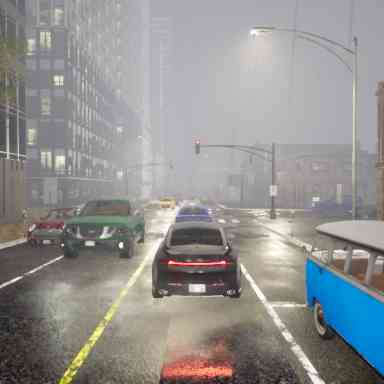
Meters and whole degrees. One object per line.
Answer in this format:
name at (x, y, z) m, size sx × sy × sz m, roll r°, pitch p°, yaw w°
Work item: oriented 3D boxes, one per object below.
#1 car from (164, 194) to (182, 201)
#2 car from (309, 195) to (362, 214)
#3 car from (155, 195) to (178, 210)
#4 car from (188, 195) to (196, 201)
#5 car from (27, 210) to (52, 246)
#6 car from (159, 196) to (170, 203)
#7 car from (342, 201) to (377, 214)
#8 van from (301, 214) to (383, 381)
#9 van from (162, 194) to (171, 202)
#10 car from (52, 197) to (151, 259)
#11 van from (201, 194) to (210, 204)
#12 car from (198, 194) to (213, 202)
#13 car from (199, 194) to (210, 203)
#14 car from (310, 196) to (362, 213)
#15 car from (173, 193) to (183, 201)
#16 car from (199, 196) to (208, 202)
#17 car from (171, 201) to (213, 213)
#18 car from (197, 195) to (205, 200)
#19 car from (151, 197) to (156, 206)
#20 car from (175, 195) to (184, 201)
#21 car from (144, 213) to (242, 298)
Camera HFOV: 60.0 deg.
car at (-3.154, 1.477, 55.041) m, size 2.128 × 1.511 × 4.902 m, roll 0°, pitch 0°, yaw 0°
car at (15.507, 1.349, 35.749) m, size 5.566 × 2.045 × 2.150 m, roll 1°, pitch 1°, yaw 1°
car at (-3.148, 1.466, 41.936) m, size 1.882 × 1.535 × 5.008 m, roll 0°, pitch 0°, yaw 0°
car at (-0.093, 1.481, 79.533) m, size 1.837 × 1.490 × 4.892 m, roll 0°, pitch 0°, yaw 0°
car at (-5.722, 1.436, 15.060) m, size 1.967 × 1.590 × 4.097 m, roll -1°, pitch 0°, yaw 0°
car at (-5.750, 1.550, 69.940) m, size 1.947 × 1.339 × 4.313 m, roll -1°, pitch 0°, yaw 0°
car at (16.382, 1.793, 29.957) m, size 4.313 × 1.339 × 1.947 m, roll 1°, pitch 0°, yaw 1°
van at (2.669, 1.340, 3.986) m, size 1.690 × 1.788 × 3.998 m, roll -1°, pitch 0°, yaw 0°
van at (-5.761, 1.324, 75.584) m, size 1.690 × 1.788 × 3.998 m, roll -1°, pitch 0°, yaw 0°
car at (-3.118, 1.218, 12.920) m, size 2.150 × 2.045 × 5.566 m, roll 0°, pitch 0°, yaw 0°
van at (2.599, 1.326, 64.251) m, size 1.690 × 1.788 × 3.998 m, roll -1°, pitch 0°, yaw 0°
car at (2.608, 1.426, 58.607) m, size 1.967 × 1.590 × 4.097 m, roll -1°, pitch 0°, yaw 0°
car at (2.592, 1.299, 69.895) m, size 2.192 × 1.841 × 5.009 m, roll -1°, pitch 0°, yaw 0°
car at (16.481, 1.411, 38.334) m, size 5.009 × 1.841 × 2.192 m, roll 1°, pitch 0°, yaw 1°
car at (-3.082, 1.205, 69.335) m, size 2.150 × 2.045 × 5.566 m, roll 0°, pitch 0°, yaw 0°
car at (2.590, 1.565, 75.539) m, size 1.802 × 1.307 × 4.206 m, roll -1°, pitch 0°, yaw 0°
car at (0.070, 1.472, 17.956) m, size 1.882 × 1.535 × 5.008 m, roll 0°, pitch 0°, yaw 0°
car at (2.570, 1.532, 92.471) m, size 2.008 × 1.369 × 4.403 m, roll -1°, pitch 0°, yaw 0°
car at (-5.902, 1.512, 52.838) m, size 1.752 × 1.417 × 4.829 m, roll -1°, pitch 0°, yaw 0°
car at (-3.096, 1.501, 82.518) m, size 2.128 × 1.511 × 4.902 m, roll 0°, pitch 0°, yaw 0°
car at (0.088, 1.502, 8.468) m, size 1.837 × 1.490 × 4.892 m, roll 0°, pitch 0°, yaw 0°
